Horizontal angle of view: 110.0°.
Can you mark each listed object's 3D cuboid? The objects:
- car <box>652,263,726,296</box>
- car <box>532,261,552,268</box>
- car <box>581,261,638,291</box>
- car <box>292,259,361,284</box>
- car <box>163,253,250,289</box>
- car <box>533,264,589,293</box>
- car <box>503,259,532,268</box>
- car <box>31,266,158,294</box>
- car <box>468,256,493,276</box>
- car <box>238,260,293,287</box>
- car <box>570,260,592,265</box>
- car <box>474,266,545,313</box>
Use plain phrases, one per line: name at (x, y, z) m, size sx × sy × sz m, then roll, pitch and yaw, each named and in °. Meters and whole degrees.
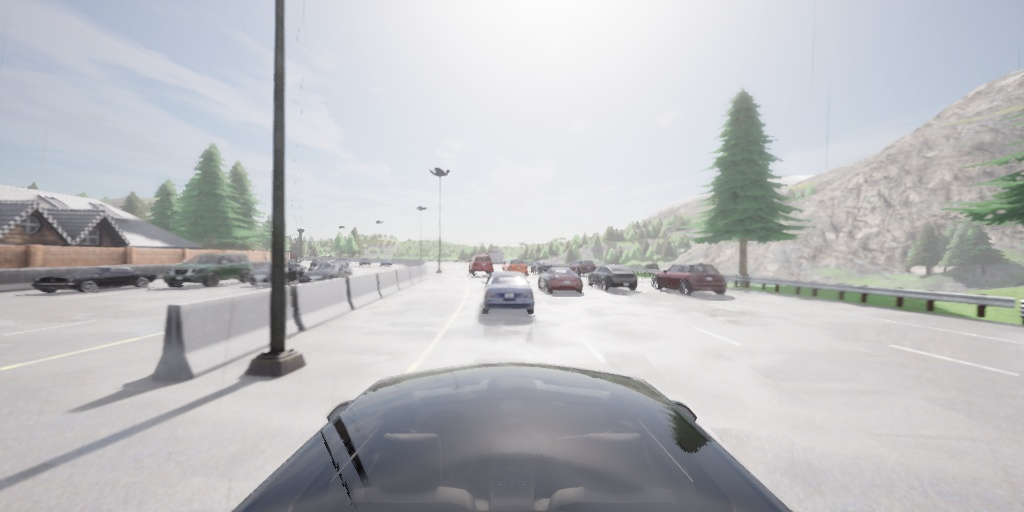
car at (9.794, 1.184, 20.236) m, size 2.097 × 1.767 × 4.553 m, roll 0°, pitch 0°, yaw -5°
car at (3.353, 1.308, 39.992) m, size 1.837 × 1.490 × 4.892 m, roll 1°, pitch 0°, yaw -12°
car at (6.107, 1.315, 22.319) m, size 1.837 × 1.490 × 4.892 m, roll 1°, pitch 0°, yaw -6°
car at (-11.828, 1.175, 23.350) m, size 2.128 × 1.511 × 4.902 m, roll 0°, pitch 0°, yaw -7°
car at (-18.747, 0.856, 22.578) m, size 2.150 × 2.045 × 5.566 m, roll 0°, pitch 0°, yaw -7°
car at (2.717, 1.348, 20.880) m, size 1.994 × 1.385 × 4.181 m, roll 0°, pitch 0°, yaw -5°
car at (0.250, 1.130, 37.602) m, size 2.097 × 1.767 × 4.553 m, roll 0°, pitch 0°, yaw -11°
car at (-21.880, 1.211, 19.088) m, size 1.895 × 1.301 × 4.718 m, roll 0°, pitch 0°, yaw -6°
car at (-3.332, 0.977, 37.997) m, size 2.150 × 2.045 × 5.566 m, roll 1°, pitch 0°, yaw -12°
car at (-15.408, 1.150, 23.852) m, size 2.128 × 1.511 × 4.902 m, roll 0°, pitch 0°, yaw -8°
car at (7.296, 1.179, 37.985) m, size 2.097 × 1.767 × 4.553 m, roll 0°, pitch 0°, yaw -11°
car at (-0.219, 1.305, 13.914) m, size 2.033 × 1.411 × 5.357 m, roll 0°, pitch 0°, yaw -3°
